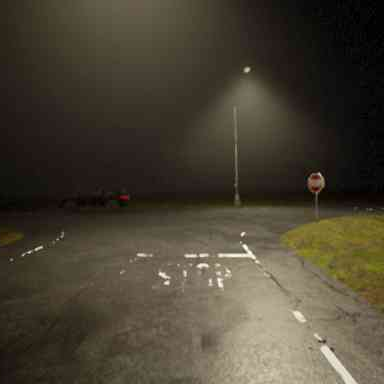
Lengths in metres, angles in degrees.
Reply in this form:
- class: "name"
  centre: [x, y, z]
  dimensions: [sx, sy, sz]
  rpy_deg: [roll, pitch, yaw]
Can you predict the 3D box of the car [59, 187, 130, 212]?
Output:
- class: "car"
  centre: [-7.841, 0.614, 27.083]
  dimensions: [5.566, 2.045, 2.150]
  rpy_deg: [-1, 0, 0]
